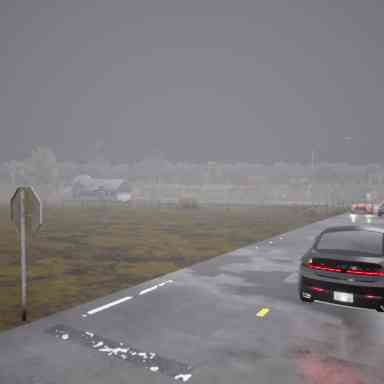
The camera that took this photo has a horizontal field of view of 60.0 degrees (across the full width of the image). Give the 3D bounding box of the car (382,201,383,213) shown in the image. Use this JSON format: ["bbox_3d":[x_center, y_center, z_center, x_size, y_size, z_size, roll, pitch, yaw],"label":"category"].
[{"bbox_3d":[25.428,1.896,42.539,1.812,1.442,4.674,0,-1,32],"label":"car"}]

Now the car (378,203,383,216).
[{"bbox_3d":[20.273,1.796,34.106,1.994,1.385,4.181,0,-1,32],"label":"car"}]

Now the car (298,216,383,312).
[{"bbox_3d":[3.812,1.517,7.633,1.837,1.490,4.892,0,0,32],"label":"car"}]

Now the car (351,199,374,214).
[{"bbox_3d":[20.032,1.644,39.049,2.097,1.767,4.553,0,-1,32],"label":"car"}]
